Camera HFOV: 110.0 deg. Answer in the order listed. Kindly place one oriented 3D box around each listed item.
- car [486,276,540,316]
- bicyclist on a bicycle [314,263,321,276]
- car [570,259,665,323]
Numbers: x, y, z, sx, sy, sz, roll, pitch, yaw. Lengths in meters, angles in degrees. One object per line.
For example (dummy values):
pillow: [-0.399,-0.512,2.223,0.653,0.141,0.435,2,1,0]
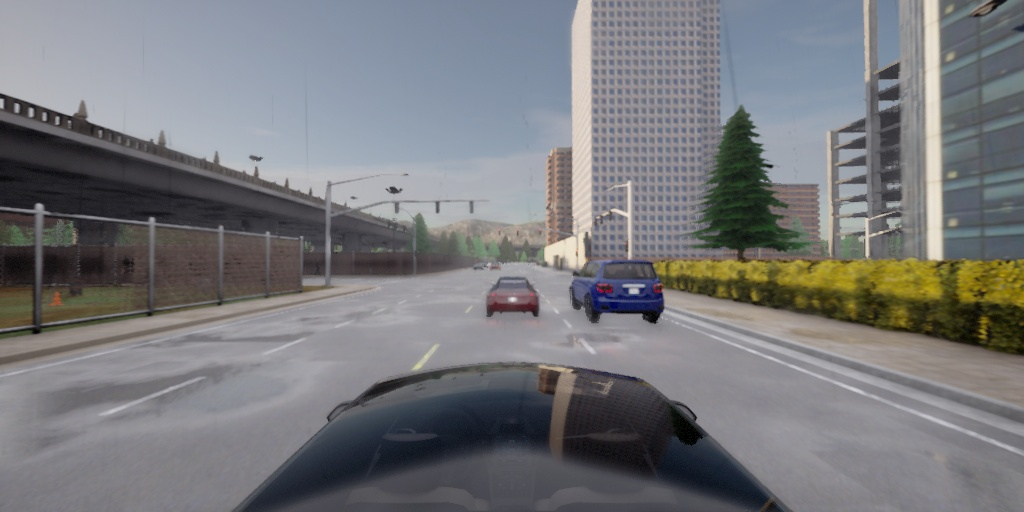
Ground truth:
car: [0.044,1.491,14.310,1.994,1.385,4.181,0,-1,0]
bicyclist on a bicycle: [-25.307,1.735,46.558,0.582,1.620,1.656,0,-1,0]
car: [3.531,1.130,12.992,2.150,2.045,5.566,0,-1,0]
